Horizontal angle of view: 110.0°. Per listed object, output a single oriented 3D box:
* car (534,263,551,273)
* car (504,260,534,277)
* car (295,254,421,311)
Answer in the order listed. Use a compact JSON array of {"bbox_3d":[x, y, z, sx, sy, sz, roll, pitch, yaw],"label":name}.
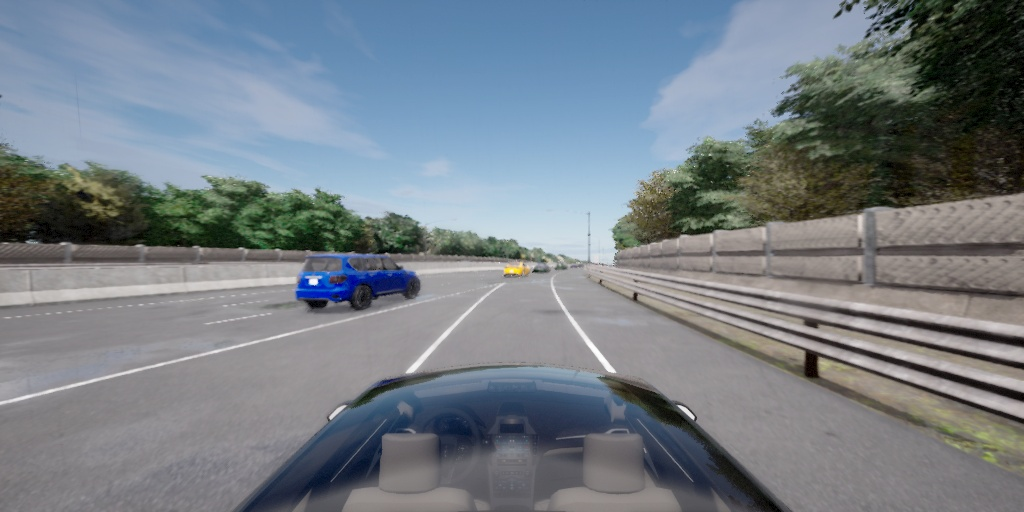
[{"bbox_3d":[4.281,1.745,50.911,1.994,1.385,4.181,0,-1,16],"label":"car"},{"bbox_3d":[0.606,1.397,37.673,1.882,1.535,5.008,0,-1,16],"label":"car"},{"bbox_3d":[-5.861,0.946,14.440,2.150,2.045,5.566,-1,0,15],"label":"car"}]
